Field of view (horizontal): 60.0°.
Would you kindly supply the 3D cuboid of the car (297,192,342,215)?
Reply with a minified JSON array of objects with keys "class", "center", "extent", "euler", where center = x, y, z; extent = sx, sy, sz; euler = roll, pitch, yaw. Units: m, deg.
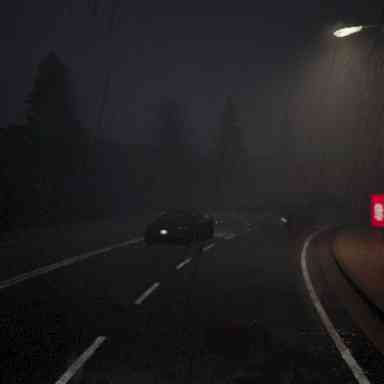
[{"class":"car","center":[12.352,1.065,32.263],"extent":[5.566,2.045,2.150],"euler":[0,0,-40]}]

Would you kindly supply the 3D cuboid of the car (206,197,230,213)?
[{"class":"car","center":[3.265,1.286,33.361],"extent":[1.837,1.490,4.892],"euler":[0,0,44]}]

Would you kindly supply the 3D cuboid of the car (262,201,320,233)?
[{"class":"car","center":[5.780,1.462,19.097],"extent":[1.994,1.385,4.181],"euler":[0,0,30]}]

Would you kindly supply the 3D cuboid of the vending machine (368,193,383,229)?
[{"class":"vending machine","center":[11.311,1.119,20.062],"extent":[1.100,2.100,0.880],"euler":[1,1,36]}]

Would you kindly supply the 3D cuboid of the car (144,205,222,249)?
[{"class":"car","center":[-0.358,1.459,14.323],"extent":[1.994,1.385,4.181],"euler":[0,0,20]}]

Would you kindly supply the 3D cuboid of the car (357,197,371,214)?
[{"class":"car","center":[17.960,1.230,31.977],"extent":[4.553,1.767,2.097],"euler":[0,1,-35]}]

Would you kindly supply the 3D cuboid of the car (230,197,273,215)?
[{"class":"car","center":[6.083,1.290,31.310],"extent":[1.882,1.535,5.008],"euler":[0,0,45]}]
